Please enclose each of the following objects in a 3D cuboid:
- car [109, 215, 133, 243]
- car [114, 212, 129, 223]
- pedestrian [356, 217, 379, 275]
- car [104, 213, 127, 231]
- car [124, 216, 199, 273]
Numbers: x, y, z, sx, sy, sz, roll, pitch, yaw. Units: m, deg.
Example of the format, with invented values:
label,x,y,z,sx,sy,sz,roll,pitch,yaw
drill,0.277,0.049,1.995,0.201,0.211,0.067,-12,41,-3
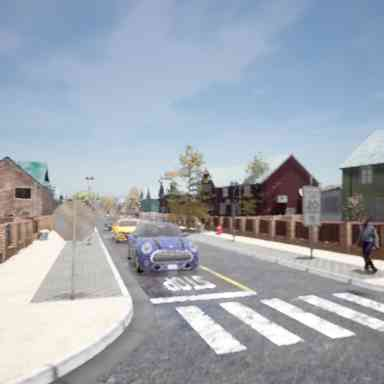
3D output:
label,x,y,z,sx,sy,sz,roll,pitch,yaw
car,-4.529,2.650,23.375,1.882,1.535,5.008,1,-3,-18
car,-12.129,4.335,56.968,2.097,1.767,4.553,1,-3,-18
pedestrian,5.571,1.650,10.525,0.375,1.860,0.375,0,-1,-18
car,-8.172,3.289,34.868,1.837,1.490,4.892,1,-2,-18
car,-1.267,1.971,13.030,2.097,1.767,4.553,1,-3,-17
